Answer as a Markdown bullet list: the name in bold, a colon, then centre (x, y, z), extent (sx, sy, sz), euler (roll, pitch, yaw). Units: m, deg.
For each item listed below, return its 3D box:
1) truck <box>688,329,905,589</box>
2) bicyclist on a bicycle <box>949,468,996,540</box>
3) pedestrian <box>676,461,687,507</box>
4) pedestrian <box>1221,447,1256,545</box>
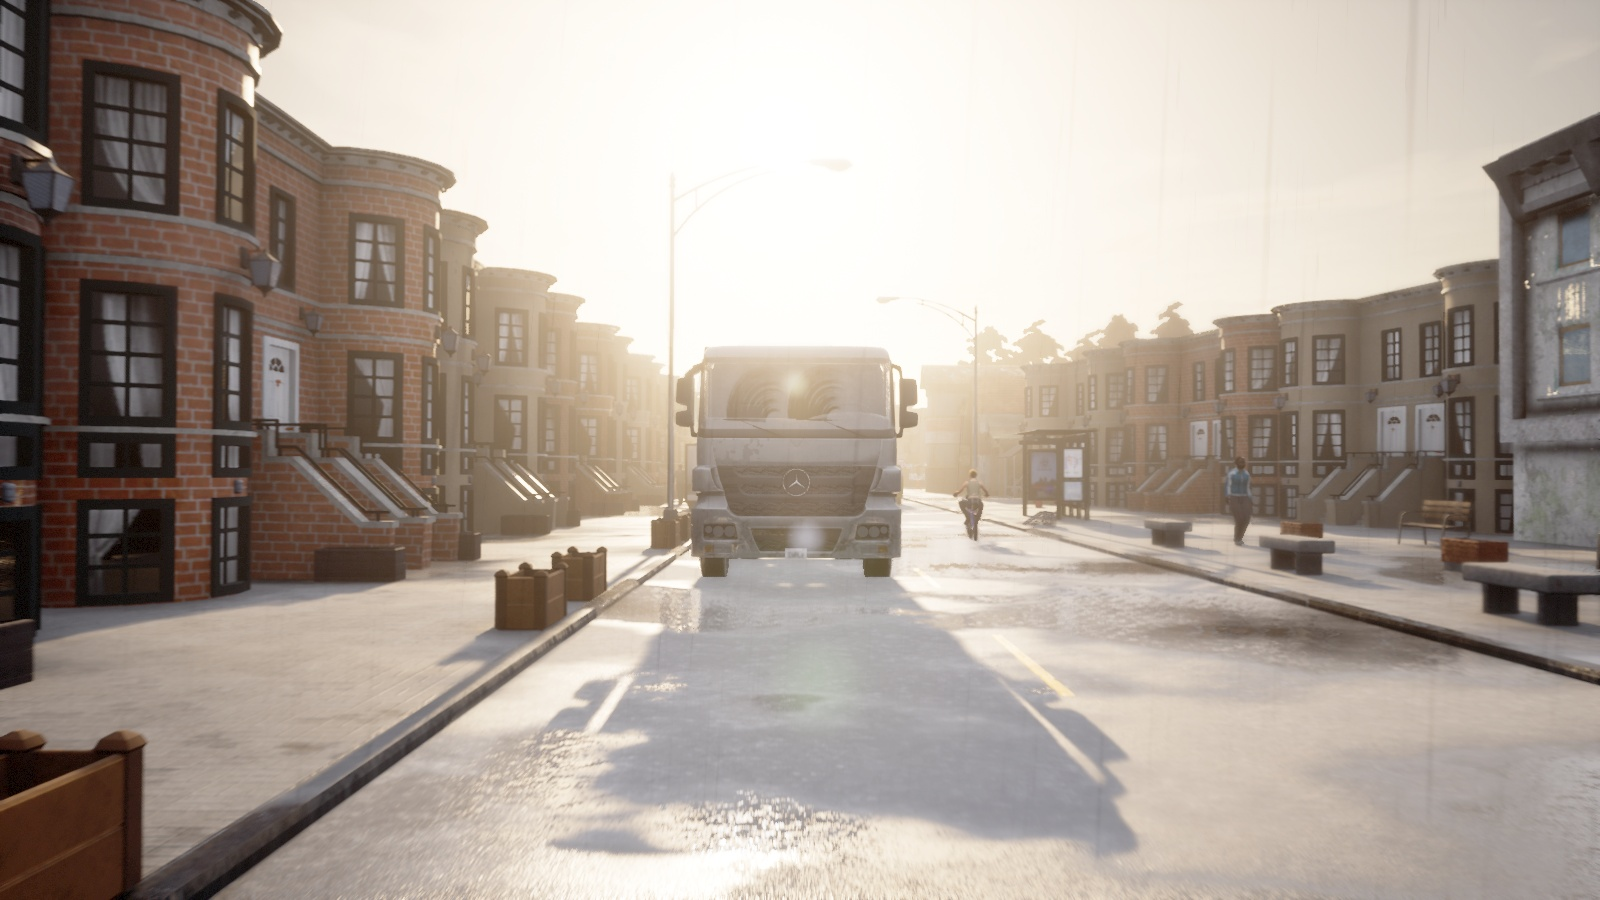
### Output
- **truck**: centre (-0.050, 0.181, 20.772), extent (2.891, 3.462, 7.936), euler (0, -1, 0)
- **bicyclist on a bicycle**: centre (3.942, 1.218, 28.835), extent (0.866, 1.612, 1.509), euler (0, -1, 0)
- **pedestrian**: centre (-5.064, 1.441, 53.571), extent (0.423, 1.949, 0.788), euler (0, -1, -3)
- **pedestrian**: centre (8.753, 0.909, 25.078), extent (0.396, 1.930, 0.692), euler (0, -1, -6)
